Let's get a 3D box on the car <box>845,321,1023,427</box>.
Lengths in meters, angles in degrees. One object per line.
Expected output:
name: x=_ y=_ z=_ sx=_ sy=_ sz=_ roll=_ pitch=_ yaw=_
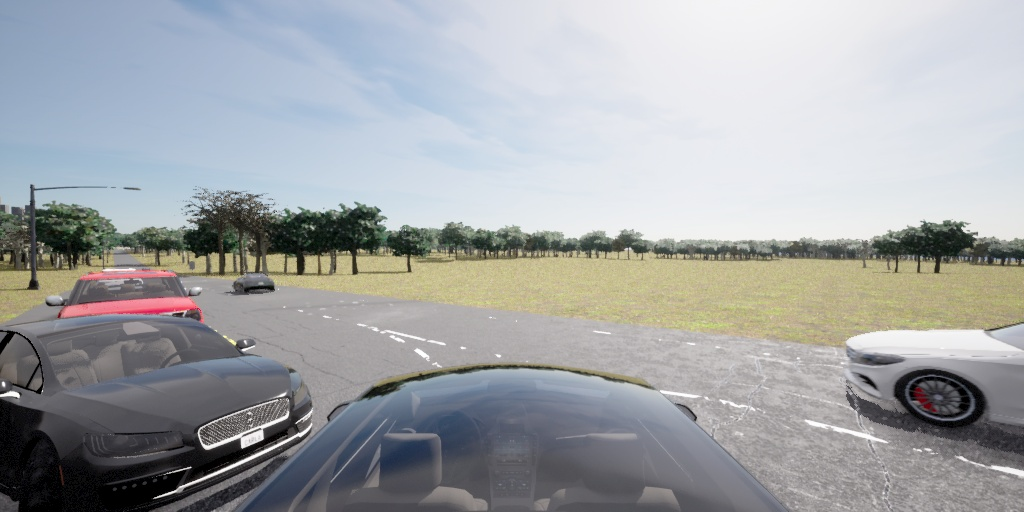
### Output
car: x=6.713 y=1.300 z=3.806 sx=4.674 sy=1.442 sz=1.812 roll=-1 pitch=0 yaw=42

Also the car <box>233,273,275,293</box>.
car: x=-20.064 y=2.053 z=27.848 sx=4.181 sy=1.385 sz=1.994 roll=-2 pitch=0 yaw=42

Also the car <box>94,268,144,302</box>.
car: x=-27.584 y=1.891 z=25.203 sx=5.566 sy=2.045 sz=2.150 roll=-2 pitch=0 yaw=42

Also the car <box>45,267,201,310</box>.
car: x=-9.310 y=1.386 z=8.766 sx=5.566 sy=2.045 sz=2.150 roll=-2 pitch=0 yaw=42

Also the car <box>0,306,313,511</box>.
car: x=-4.488 y=1.445 z=4.028 sx=4.892 sy=1.490 sz=1.837 roll=-3 pitch=-3 yaw=22
